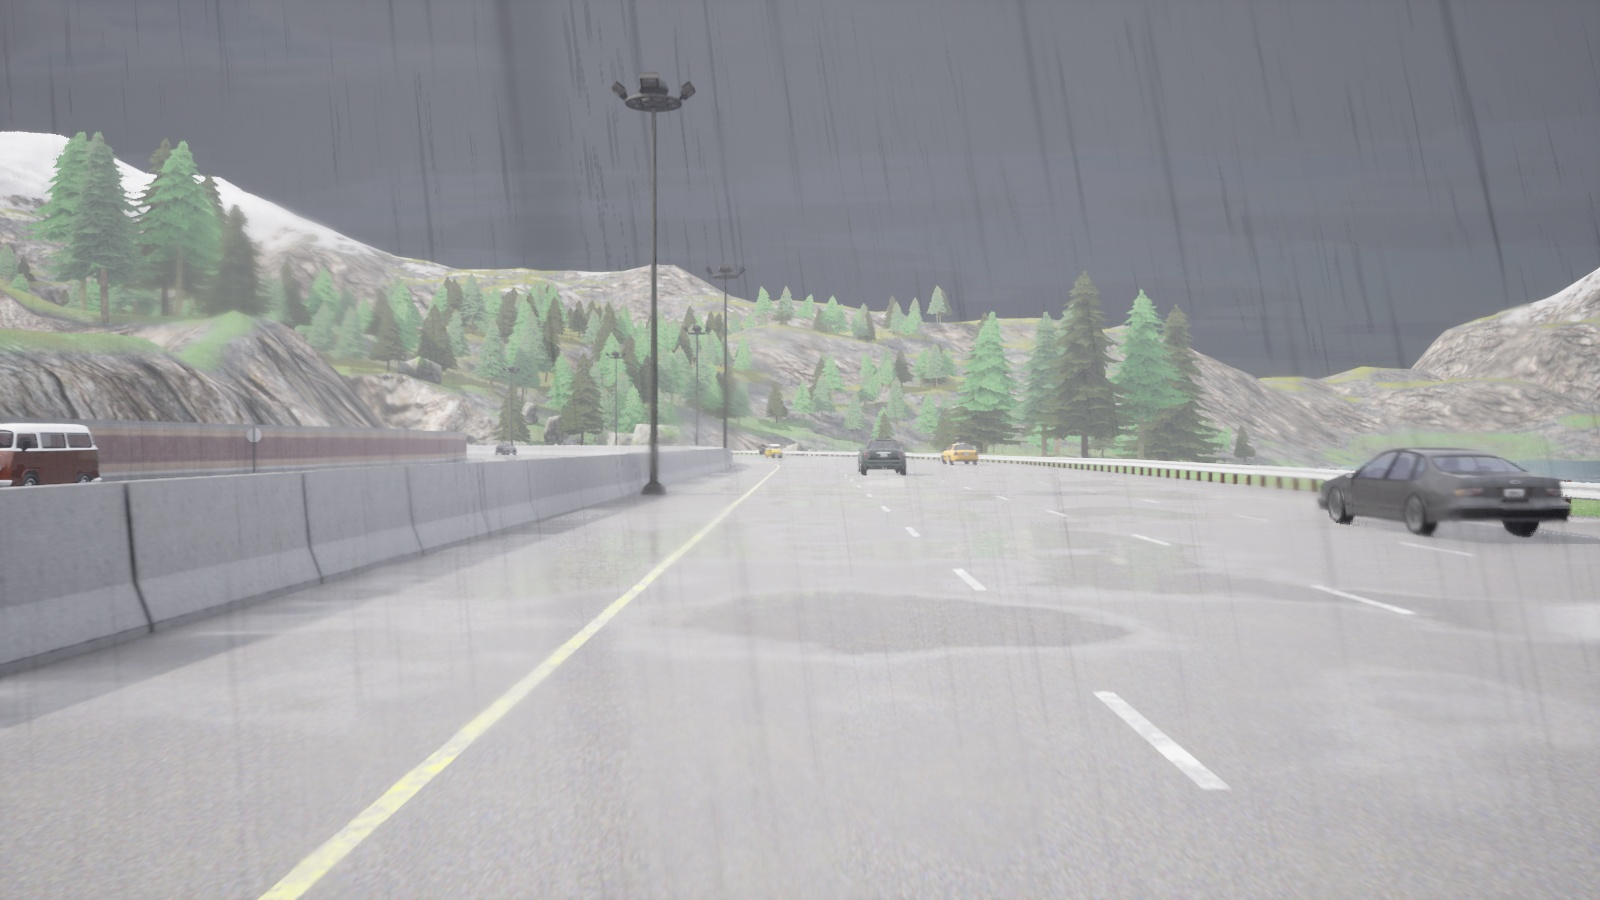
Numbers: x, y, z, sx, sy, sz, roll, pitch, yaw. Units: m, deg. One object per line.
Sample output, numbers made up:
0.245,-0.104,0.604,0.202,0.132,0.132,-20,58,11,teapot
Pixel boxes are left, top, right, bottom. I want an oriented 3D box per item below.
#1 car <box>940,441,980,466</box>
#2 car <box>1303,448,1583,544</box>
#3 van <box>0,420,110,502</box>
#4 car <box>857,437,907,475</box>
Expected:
10.709,0.218,84.425,1.801,1.575,5.366,0,0,-3,car
10.638,0.682,21.351,2.033,1.411,5.357,0,0,0,car
-20.791,0.263,33.699,2.069,2.038,4.480,0,0,0,van
3.861,0.270,59.882,2.097,1.767,4.553,0,0,0,car
